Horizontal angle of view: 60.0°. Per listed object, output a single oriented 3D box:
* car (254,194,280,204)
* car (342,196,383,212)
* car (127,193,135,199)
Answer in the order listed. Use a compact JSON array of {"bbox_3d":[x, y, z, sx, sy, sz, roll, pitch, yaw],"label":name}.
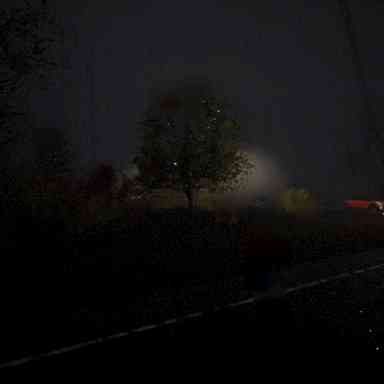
[{"bbox_3d":[13.023,1.137,58.016,2.097,1.767,4.553,0,0,-37],"label":"car"},{"bbox_3d":[19.638,1.251,37.737,2.097,1.767,4.553,0,0,-37],"label":"car"},{"bbox_3d":[-16.950,0.769,89.972,2.150,2.045,5.566,0,0,-30],"label":"car"}]
